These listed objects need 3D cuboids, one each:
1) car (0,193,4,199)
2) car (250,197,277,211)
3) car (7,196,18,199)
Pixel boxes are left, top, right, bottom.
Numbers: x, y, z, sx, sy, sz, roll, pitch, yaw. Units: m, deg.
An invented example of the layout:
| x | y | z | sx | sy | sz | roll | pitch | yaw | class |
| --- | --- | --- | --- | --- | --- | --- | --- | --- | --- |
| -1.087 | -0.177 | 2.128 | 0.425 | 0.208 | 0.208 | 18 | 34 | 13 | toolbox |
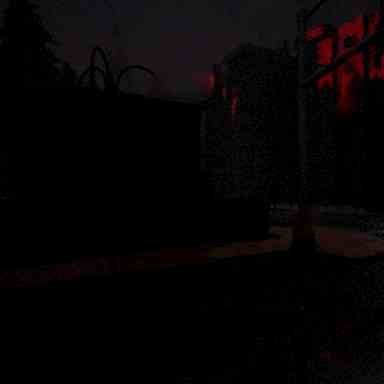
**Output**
| x | y | z | sx | sy | sz | roll | pitch | yaw | class |
| --- | --- | --- | --- | --- | --- | --- | --- | --- | --- |
| -38.092 | 1.093 | 65.306 | 1.905 | 1.878 | 3.866 | -1 | 1 | -26 | car |
| 6.759 | 1.199 | 34.149 | 1.812 | 1.442 | 4.674 | -1 | 0 | -25 | car |
| -36.009 | 1.057 | 66.767 | 1.932 | 1.855 | 4.605 | -1 | 1 | -26 | car |
